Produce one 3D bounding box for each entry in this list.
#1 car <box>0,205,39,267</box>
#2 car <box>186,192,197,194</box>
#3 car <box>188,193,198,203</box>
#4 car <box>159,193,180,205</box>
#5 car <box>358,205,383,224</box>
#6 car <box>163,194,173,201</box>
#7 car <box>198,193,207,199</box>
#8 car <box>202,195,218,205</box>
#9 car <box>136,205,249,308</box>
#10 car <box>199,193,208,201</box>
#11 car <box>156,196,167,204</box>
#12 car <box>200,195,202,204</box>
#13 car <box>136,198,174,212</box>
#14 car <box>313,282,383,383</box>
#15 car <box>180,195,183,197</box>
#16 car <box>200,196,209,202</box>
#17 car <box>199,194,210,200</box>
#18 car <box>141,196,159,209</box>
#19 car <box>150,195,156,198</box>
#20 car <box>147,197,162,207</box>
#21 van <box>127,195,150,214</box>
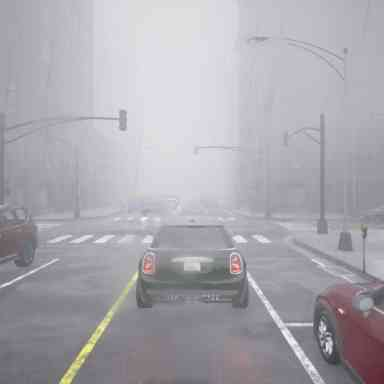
[{"bbox_3d":[-5.852,1.315,8.635,2.192,1.841,5.009,0,0,0],"label":"car"},{"bbox_3d":[0.060,1.362,76.576,1.812,1.442,4.674,0,0,0],"label":"car"},{"bbox_3d":[0.107,1.515,66.609,1.812,1.442,4.674,0,0,0],"label":"car"},{"bbox_3d":[-3.064,1.219,44.127,2.150,2.045,5.566,0,0,0],"label":"car"},{"bbox_3d":[14.395,1.515,23.743,4.674,1.442,1.812,0,0,1],"label":"car"},{"bbox_3d":[-5.795,1.302,80.349,2.192,1.841,5.009,0,0,0],"label":"car"},{"bbox_3d":[2.718,1.305,63.574,2.192,1.841,5.009,0,0,0],"label":"car"},{"bbox_3d":[2.705,1.520,46.961,1.752,1.417,4.829,0,0,0],"label":"car"},{"bbox_3d":[0.016,1.352,8.056,2.097,1.767,4.553,0,0,0],"label":"car"},{"bbox_3d":[3.069,1.210,86.585,2.150,2.045,5.566,0,0,0],"label":"car"},{"bbox_3d":[-5.808,1.516,63.392,1.752,1.417,4.829,0,0,0],"label":"car"},{"bbox_3d":[2.709,1.544,52.386,2.008,1.369,4.403,0,0,0],"label":"car"},{"bbox_3d":[-3.419,1.544,31.970,2.033,1.411,5.357,0,0,7],"label":"car"},{"bbox_3d":[2.670,1.440,3.130,1.967,1.590,4.097,0,0,0],"label":"car"},{"bbox_3d":[-3.041,1.593,56.049,1.895,1.301,4.718,0,0,0],"label":"car"},{"bbox_3d":[2.727,1.570,74.763,1.802,1.307,4.206,0,0,0],"label":"car"},{"bbox_3d":[2.713,1.558,57.980,1.947,1.339,4.313,0,0,0],"label":"car"},{"bbox_3d":[-5.822,1.434,46.774,1.967,1.590,4.097,0,0,0],"label":"car"},{"bbox_3d":[-5.826,1.310,41.179,2.192,1.841,5.009,0,0,0],"label":"car"},{"bbox_3d":[-5.817,1.538,52.370,1.887,1.381,4.507,0,0,0],"label":"car"},{"bbox_3d":[-5.830,1.337,35.582,1.690,1.788,3.998,0,0,0],"label":"van"}]
